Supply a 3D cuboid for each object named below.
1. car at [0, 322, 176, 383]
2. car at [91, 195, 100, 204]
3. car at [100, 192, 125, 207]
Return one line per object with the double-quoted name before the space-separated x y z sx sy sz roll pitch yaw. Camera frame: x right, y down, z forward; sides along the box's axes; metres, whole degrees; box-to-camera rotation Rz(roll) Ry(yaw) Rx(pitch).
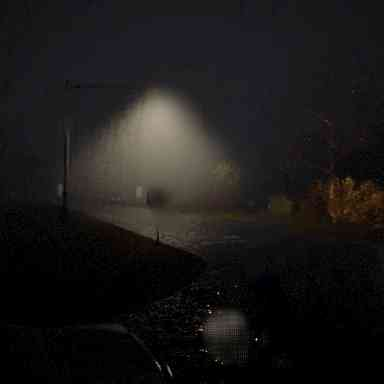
"car" -2.599 1.607 1.751 5.357 1.411 2.033 0 -2 -27
"car" -16.161 1.288 57.632 1.882 1.535 5.008 1 0 -27
"car" -11.358 1.083 48.408 2.150 2.045 5.566 1 0 -27
